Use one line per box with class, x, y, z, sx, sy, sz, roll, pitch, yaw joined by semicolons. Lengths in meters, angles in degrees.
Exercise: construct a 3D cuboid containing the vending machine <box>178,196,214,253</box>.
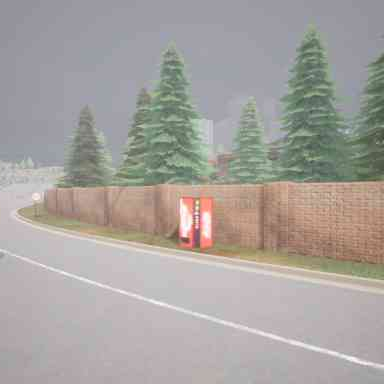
vending machine;0.155;1.195;13.036;0.880;2.100;1.100;0;0;42
